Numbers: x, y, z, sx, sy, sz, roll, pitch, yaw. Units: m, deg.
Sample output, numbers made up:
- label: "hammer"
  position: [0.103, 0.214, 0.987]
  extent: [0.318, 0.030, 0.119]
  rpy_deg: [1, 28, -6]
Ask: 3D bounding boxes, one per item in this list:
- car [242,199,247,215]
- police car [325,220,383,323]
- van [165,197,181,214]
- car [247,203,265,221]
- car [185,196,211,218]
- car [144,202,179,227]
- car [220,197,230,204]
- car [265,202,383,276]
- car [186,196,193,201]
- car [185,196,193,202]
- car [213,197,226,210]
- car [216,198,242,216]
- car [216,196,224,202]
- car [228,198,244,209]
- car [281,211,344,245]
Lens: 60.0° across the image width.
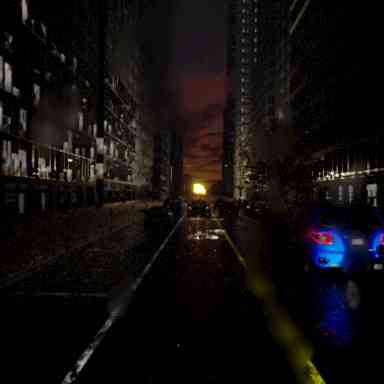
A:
- label: "car"
  position: [6.397, 1.765, 34.224]
  extent: [2.008, 1.369, 4.403]
  rpy_deg: [1, 0, 1]
- label: "police car"
  position: [3.962, 1.498, 4.861]
  extent: [1.930, 1.638, 5.238]
  rpy_deg: [1, 0, 1]
- label: "van"
  position: [-1.977, 1.445, 34.413]
  extent: [1.690, 1.788, 3.998]
  rpy_deg: [1, 0, 1]
- label: "car"
  position: [6.272, 1.746, 28.533]
  extent: [2.008, 1.369, 4.403]
  rpy_deg: [1, 0, 1]
- label: "car"
  position: [0.643, 1.481, 31.286]
  extent: [2.097, 1.767, 4.553]
  rpy_deg: [1, 0, 1]
- label: "car"
  position: [-2.231, 1.614, 23.030]
  extent: [2.008, 1.369, 4.403]
  rpy_deg: [1, 0, 1]
- label: "car"
  position: [7.275, 1.865, 74.061]
  extent: [1.887, 1.381, 4.507]
  rpy_deg: [1, 0, 1]
- label: "car"
  position: [4.095, 1.324, 10.780]
  extent: [2.150, 2.045, 5.566]
  rpy_deg: [1, 0, 1]
- label: "car"
  position: [-0.727, 1.824, 91.327]
  extent: [1.802, 1.307, 4.206]
  rpy_deg: [1, 0, 1]
- label: "car"
  position: [-0.852, 1.777, 85.634]
  extent: [1.887, 1.381, 4.507]
  rpy_deg: [1, 0, 1]
- label: "car"
  position: [3.986, 1.721, 46.707]
  extent: [1.837, 1.490, 4.892]
  rpy_deg: [1, 0, 1]
- label: "car"
  position: [3.750, 1.706, 34.576]
  extent: [1.812, 1.442, 4.674]
  rpy_deg: [1, 0, 2]
- label: "car"
  position: [7.651, 1.918, 91.134]
  extent: [1.947, 1.339, 4.313]
  rpy_deg: [1, 0, 1]
- label: "car"
  position: [6.775, 1.703, 51.297]
  extent: [1.967, 1.590, 4.097]
  rpy_deg: [1, 0, 1]
- label: "car"
  position: [6.021, 1.732, 17.151]
  extent: [1.802, 1.307, 4.206]
  rpy_deg: [1, 0, 1]
